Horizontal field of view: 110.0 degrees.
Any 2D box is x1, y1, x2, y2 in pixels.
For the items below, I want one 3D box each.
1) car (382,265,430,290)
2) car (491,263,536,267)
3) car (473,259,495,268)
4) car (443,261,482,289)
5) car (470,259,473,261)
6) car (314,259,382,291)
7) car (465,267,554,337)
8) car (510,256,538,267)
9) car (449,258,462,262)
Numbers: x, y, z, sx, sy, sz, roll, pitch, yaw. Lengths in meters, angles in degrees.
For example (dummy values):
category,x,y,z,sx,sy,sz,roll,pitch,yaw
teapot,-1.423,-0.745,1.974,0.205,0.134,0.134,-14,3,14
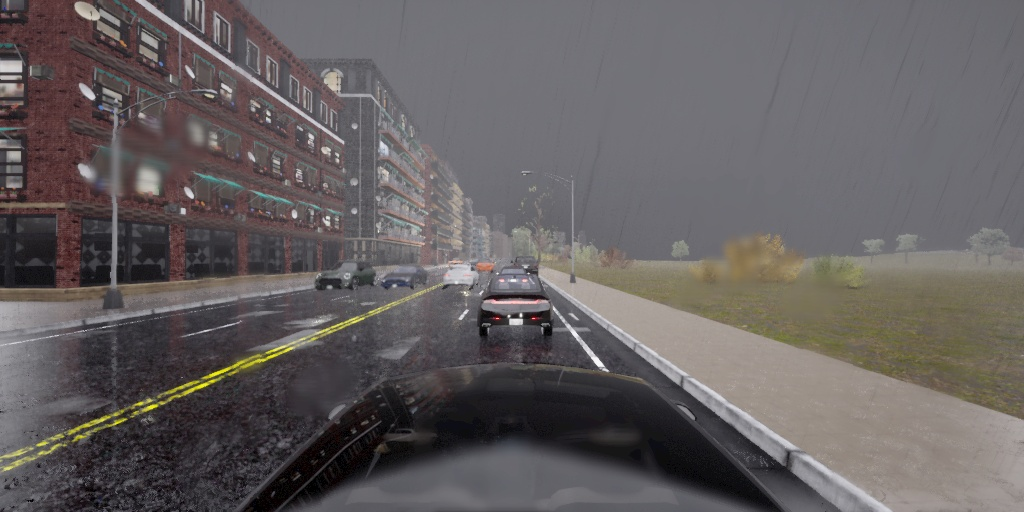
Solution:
category,x,y,z,sx,sy,sz,roll,pitch,yaw
car,-6.645,1.300,22.957,2.033,1.411,5.357,0,0,0
car,0.065,1.300,20.785,2.033,1.411,5.357,0,0,0
car,-3.239,1.109,43.884,2.097,1.767,4.553,0,0,0
car,-3.194,1.279,22.895,1.812,1.442,4.674,0,0,0
car,-6.685,1.298,63.952,2.033,1.411,5.357,0,0,0
car,-9.892,1.105,21.695,2.097,1.767,4.553,0,0,0
car,0.083,1.243,10.345,2.128,1.511,4.902,0,0,0
car,1.076,0.978,30.997,2.150,2.045,5.566,0,0,0
car,-9.941,1.104,63.417,2.097,1.767,4.553,0,0,0
